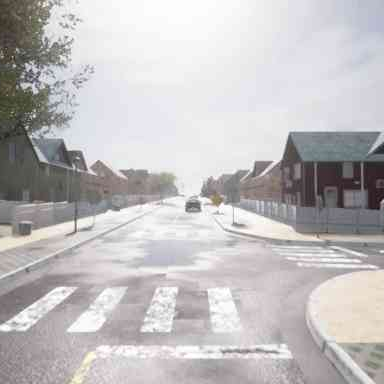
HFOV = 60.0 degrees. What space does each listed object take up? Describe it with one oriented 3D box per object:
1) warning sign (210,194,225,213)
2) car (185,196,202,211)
[{"bbox_3d":[2.526,1.144,33.005,1.300,1.860,1.060,-2,-2,0],"label":"warning sign"},{"bbox_3d":[0.145,1.546,41.298,1.837,1.490,4.892,0,0,0],"label":"car"}]
